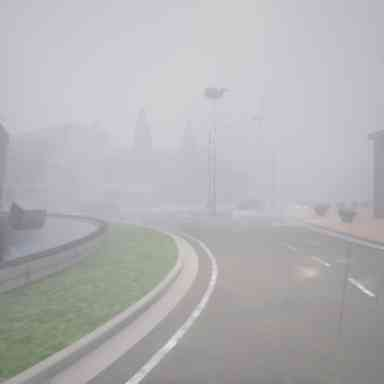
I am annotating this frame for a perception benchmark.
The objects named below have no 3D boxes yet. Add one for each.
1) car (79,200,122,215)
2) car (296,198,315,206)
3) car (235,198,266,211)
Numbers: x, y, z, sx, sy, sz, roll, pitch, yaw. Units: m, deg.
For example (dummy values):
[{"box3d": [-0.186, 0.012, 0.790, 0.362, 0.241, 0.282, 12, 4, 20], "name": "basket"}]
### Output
[{"box3d": [-9.227, 1.535, 33.687, 4.181, 1.385, 1.994, 0, 0, 5], "name": "car"}, {"box3d": [18.724, 1.638, 54.803, 1.994, 1.385, 4.181, 0, 0, 41], "name": "car"}, {"box3d": [7.409, 1.533, 41.850, 1.837, 1.490, 4.892, 0, 1, 44], "name": "car"}]
